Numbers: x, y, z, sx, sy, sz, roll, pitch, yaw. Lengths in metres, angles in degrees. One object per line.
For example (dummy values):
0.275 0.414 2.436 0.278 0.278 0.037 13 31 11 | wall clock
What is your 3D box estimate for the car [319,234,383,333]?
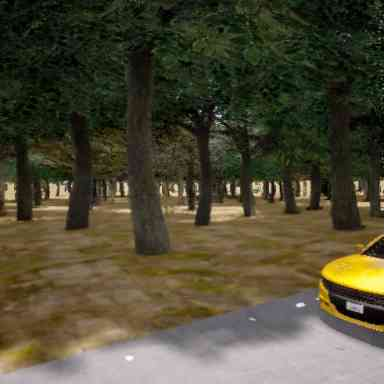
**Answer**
4.514 1.462 6.412 5.008 1.535 1.882 0 0 -34 | car
